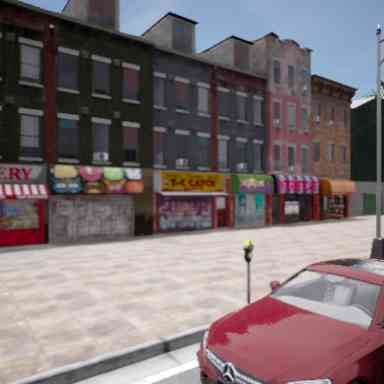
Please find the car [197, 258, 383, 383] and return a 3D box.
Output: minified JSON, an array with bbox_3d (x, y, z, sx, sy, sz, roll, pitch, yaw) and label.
[{"bbox_3d":[2.023,1.587,4.252,4.206,1.307,1.802,0,0,-35],"label":"car"}]
